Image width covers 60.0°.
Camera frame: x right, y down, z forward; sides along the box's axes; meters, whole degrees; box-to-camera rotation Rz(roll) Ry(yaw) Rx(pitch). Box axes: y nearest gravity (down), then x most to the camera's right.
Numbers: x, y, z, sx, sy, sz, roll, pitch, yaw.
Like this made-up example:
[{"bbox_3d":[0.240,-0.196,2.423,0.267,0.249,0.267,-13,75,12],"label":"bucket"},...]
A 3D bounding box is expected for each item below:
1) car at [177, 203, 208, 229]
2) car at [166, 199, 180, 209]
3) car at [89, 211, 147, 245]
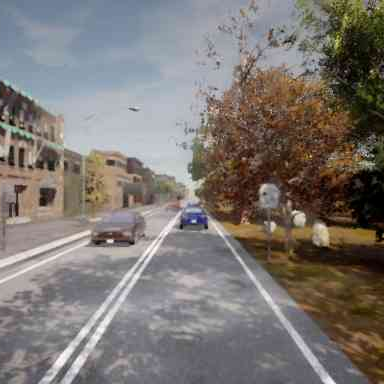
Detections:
[{"bbox_3d":[0.127,1.704,23.185,1.812,1.442,4.674,0,-1,0],"label":"car"},{"bbox_3d":[-3.166,2.020,56.666,2.097,1.767,4.553,0,-1,1],"label":"car"},{"bbox_3d":[-3.336,1.647,16.219,2.033,1.411,5.357,0,-1,0],"label":"car"}]
